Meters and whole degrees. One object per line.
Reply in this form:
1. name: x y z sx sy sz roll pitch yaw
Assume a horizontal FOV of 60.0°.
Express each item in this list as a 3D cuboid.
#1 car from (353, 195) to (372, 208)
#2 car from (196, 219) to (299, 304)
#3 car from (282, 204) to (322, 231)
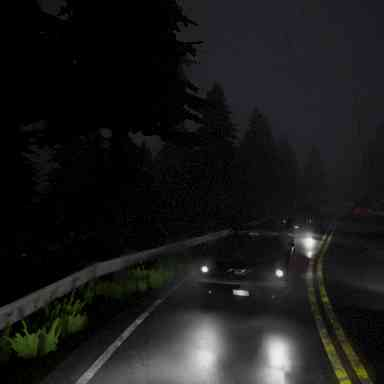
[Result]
1. car: 20.696 1.058 40.219 2.128 1.511 4.902 -2 0 28
2. car: 1.606 1.599 8.431 1.895 1.301 4.718 -1 0 18
3. car: 6.707 1.460 20.063 2.033 1.411 5.357 -2 0 26
